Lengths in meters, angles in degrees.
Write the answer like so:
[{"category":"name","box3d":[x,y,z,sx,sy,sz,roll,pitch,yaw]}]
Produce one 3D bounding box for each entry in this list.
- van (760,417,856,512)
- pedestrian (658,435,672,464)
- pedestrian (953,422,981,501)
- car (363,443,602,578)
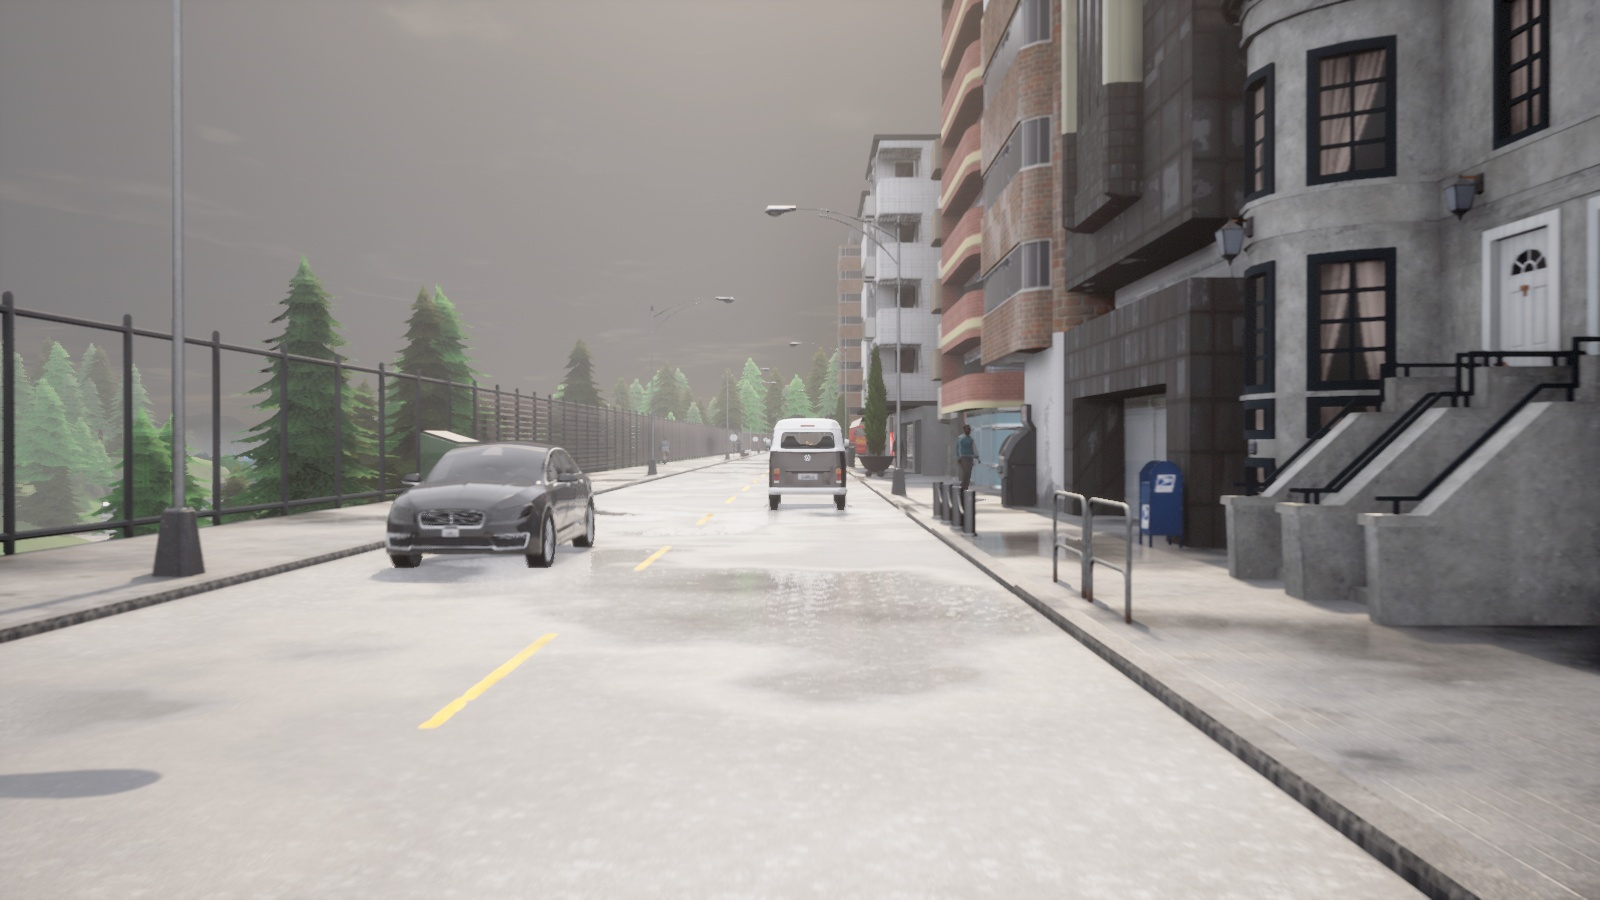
[{"category":"van","box3d":[0.178,0.305,29.320,2.069,2.038,4.480,0,0,0]},{"category":"pedestrian","box3d":[-8.732,-0.009,81.291,0.874,1.855,0.900,0,0,-1]},{"category":"pedestrian","box3d":[4.139,0.279,31.119,0.396,1.930,0.692,0,0,-21]},{"category":"car","box3d":[-3.893,0.656,16.301,1.837,1.490,4.892,0,0,0]}]
